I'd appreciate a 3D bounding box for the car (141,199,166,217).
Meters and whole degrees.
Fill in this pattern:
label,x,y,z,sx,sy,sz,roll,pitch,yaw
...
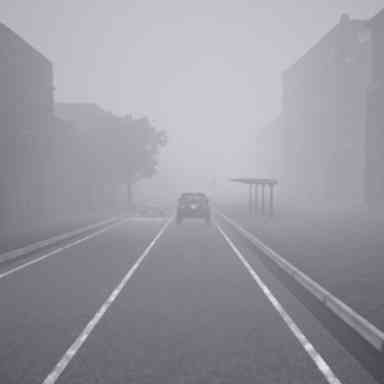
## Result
label,x,y,z,sx,sy,sz,roll,pitch,yaw
car,-3.275,1.324,28.934,1.812,1.442,4.674,0,1,0

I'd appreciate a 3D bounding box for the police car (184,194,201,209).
label,x,y,z,sx,sy,sz,roll,pitch,yaw
police car,0.092,1.076,41.374,1.930,1.638,5.238,0,1,0

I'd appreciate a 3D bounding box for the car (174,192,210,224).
label,x,y,z,sx,sy,sz,roll,pitch,yaw
car,0.084,1.059,23.128,2.150,2.045,5.566,0,0,0
